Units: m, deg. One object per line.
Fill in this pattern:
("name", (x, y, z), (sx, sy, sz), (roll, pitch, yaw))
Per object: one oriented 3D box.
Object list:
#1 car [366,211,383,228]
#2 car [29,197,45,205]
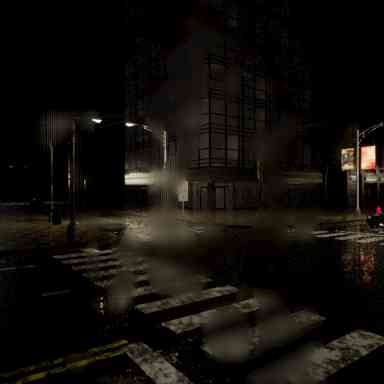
("car", (12.949, 1.606, 20.809), (4.718, 1.301, 1.895), (0, 0, -35))
("car", (-28.678, 1.690, 61.458), (2.033, 1.411, 5.357), (0, 0, -36))
